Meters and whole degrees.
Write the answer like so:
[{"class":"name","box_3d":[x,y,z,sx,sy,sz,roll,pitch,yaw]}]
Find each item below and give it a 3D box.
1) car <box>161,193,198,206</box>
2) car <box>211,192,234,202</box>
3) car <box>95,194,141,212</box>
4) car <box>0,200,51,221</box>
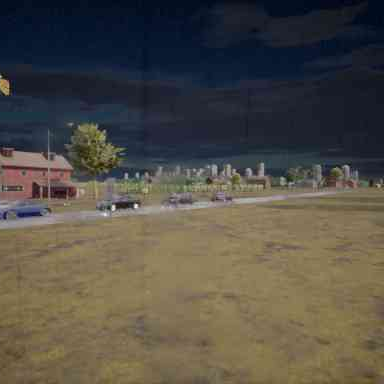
[{"class":"car","box_3d":[-1.374,0.871,40.191,2.033,1.411,5.357,1,2,36]},{"class":"car","box_3d":[4.446,0.682,48.187,1.994,1.385,4.181,1,2,36]},{"class":"car","box_3d":[-7.093,1.028,32.298,1.837,1.490,4.892,1,2,36]},{"class":"car","box_3d":[-12.659,1.278,24.553,1.994,1.385,4.181,1,2,33]}]
